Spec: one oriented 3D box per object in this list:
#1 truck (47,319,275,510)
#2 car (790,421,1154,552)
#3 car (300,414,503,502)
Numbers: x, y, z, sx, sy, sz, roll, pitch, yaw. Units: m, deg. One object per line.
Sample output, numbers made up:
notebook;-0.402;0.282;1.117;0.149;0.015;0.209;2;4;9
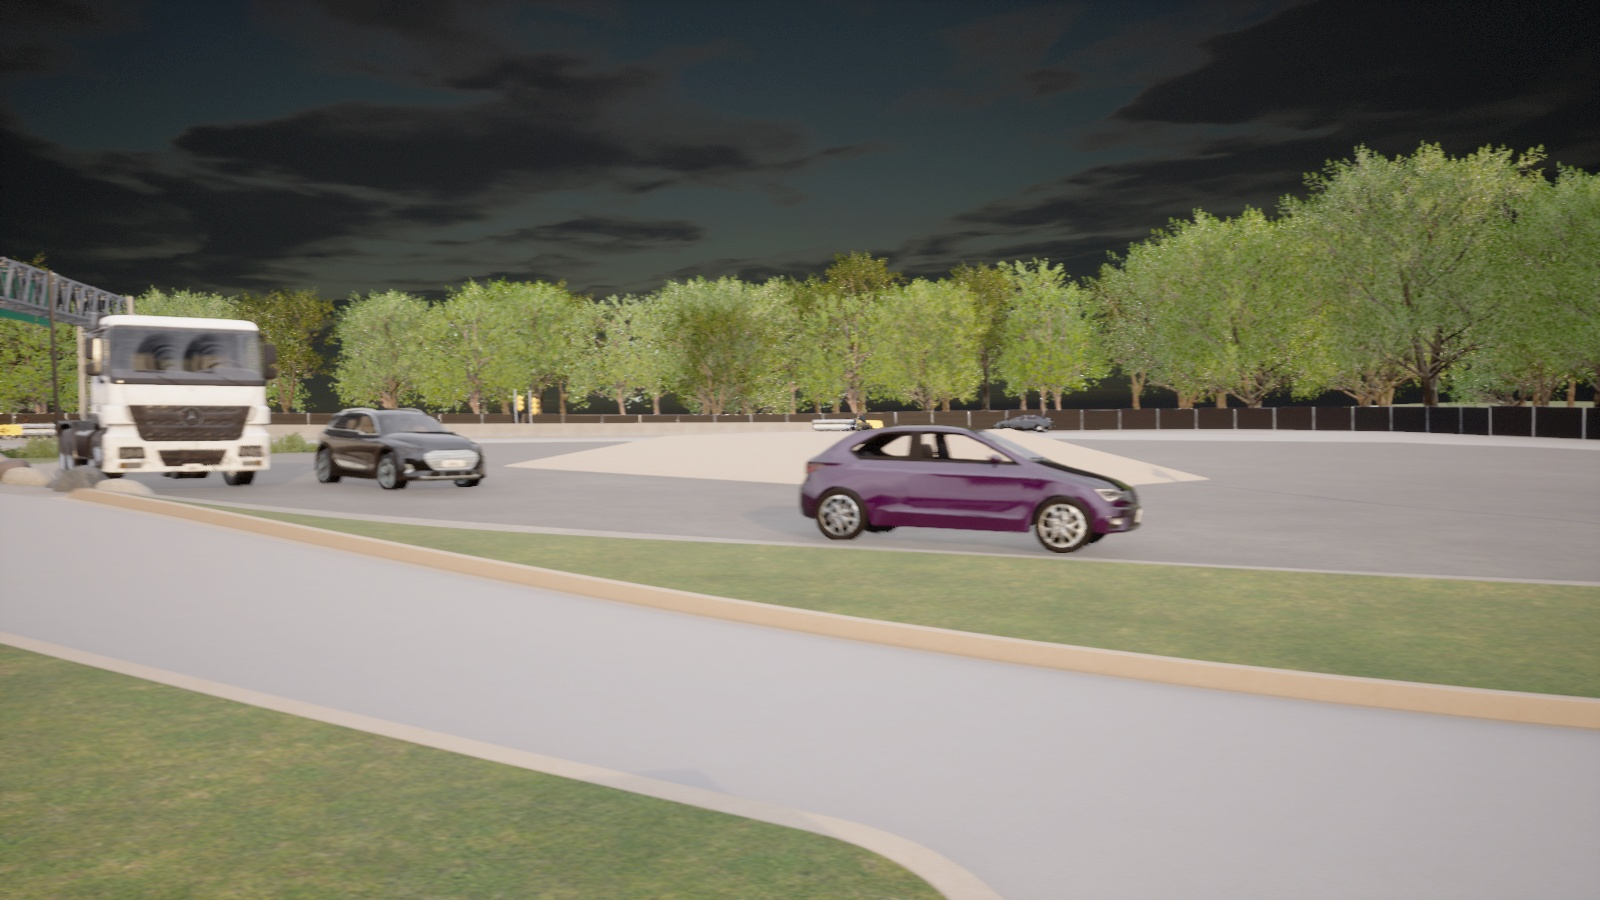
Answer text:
truck;-13.813;-0.719;26.750;2.891;3.462;7.936;-2;2;-37
car;2.166;0.391;15.753;4.193;1.474;1.816;0;1;22
car;-8.414;0.114;26.249;2.033;1.649;4.856;-2;2;-44
